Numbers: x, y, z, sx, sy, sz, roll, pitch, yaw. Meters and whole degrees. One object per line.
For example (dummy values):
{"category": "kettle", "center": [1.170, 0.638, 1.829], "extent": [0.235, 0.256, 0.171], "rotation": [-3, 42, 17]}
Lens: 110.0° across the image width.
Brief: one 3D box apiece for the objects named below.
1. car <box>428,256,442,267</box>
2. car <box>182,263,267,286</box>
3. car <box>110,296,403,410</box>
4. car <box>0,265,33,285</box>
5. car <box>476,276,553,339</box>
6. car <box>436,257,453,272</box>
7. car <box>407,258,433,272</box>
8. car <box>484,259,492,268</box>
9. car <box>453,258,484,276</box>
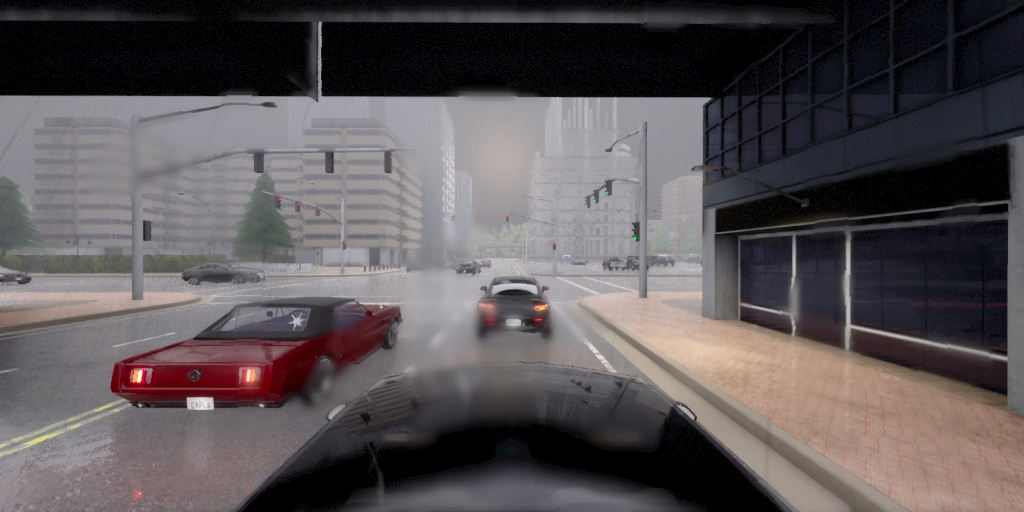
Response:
{"category": "car", "center": [-11.666, 0.971, 53.929], "extent": [2.150, 2.045, 5.566], "rotation": [0, 0, -1]}
{"category": "car", "center": [-19.477, 1.241, 24.404], "extent": [4.902, 1.511, 2.128], "rotation": [0, 0, -2]}
{"category": "car", "center": [-3.441, 1.351, 6.201], "extent": [1.895, 1.301, 4.718], "rotation": [0, 0, 0]}
{"category": "car", "center": [-35.584, 1.275, 24.192], "extent": [4.674, 1.442, 1.812], "rotation": [0, 0, 0]}
{"category": "car", "center": [0.070, 1.276, 9.967], "extent": [1.812, 1.442, 4.674], "rotation": [0, 0, 0]}
{"category": "car", "center": [-8.115, 1.241, 47.368], "extent": [2.128, 1.511, 4.902], "rotation": [0, 0, 0]}
{"category": "car", "center": [-11.589, 1.314, 44.572], "extent": [1.994, 1.385, 4.181], "rotation": [0, 0, 0]}
{"category": "car", "center": [-4.542, 1.297, 62.290], "extent": [2.033, 1.411, 5.357], "rotation": [0, 0, 0]}
{"category": "car", "center": [-4.518, 1.255, 38.048], "extent": [1.837, 1.490, 4.892], "rotation": [1, 0, 4]}
